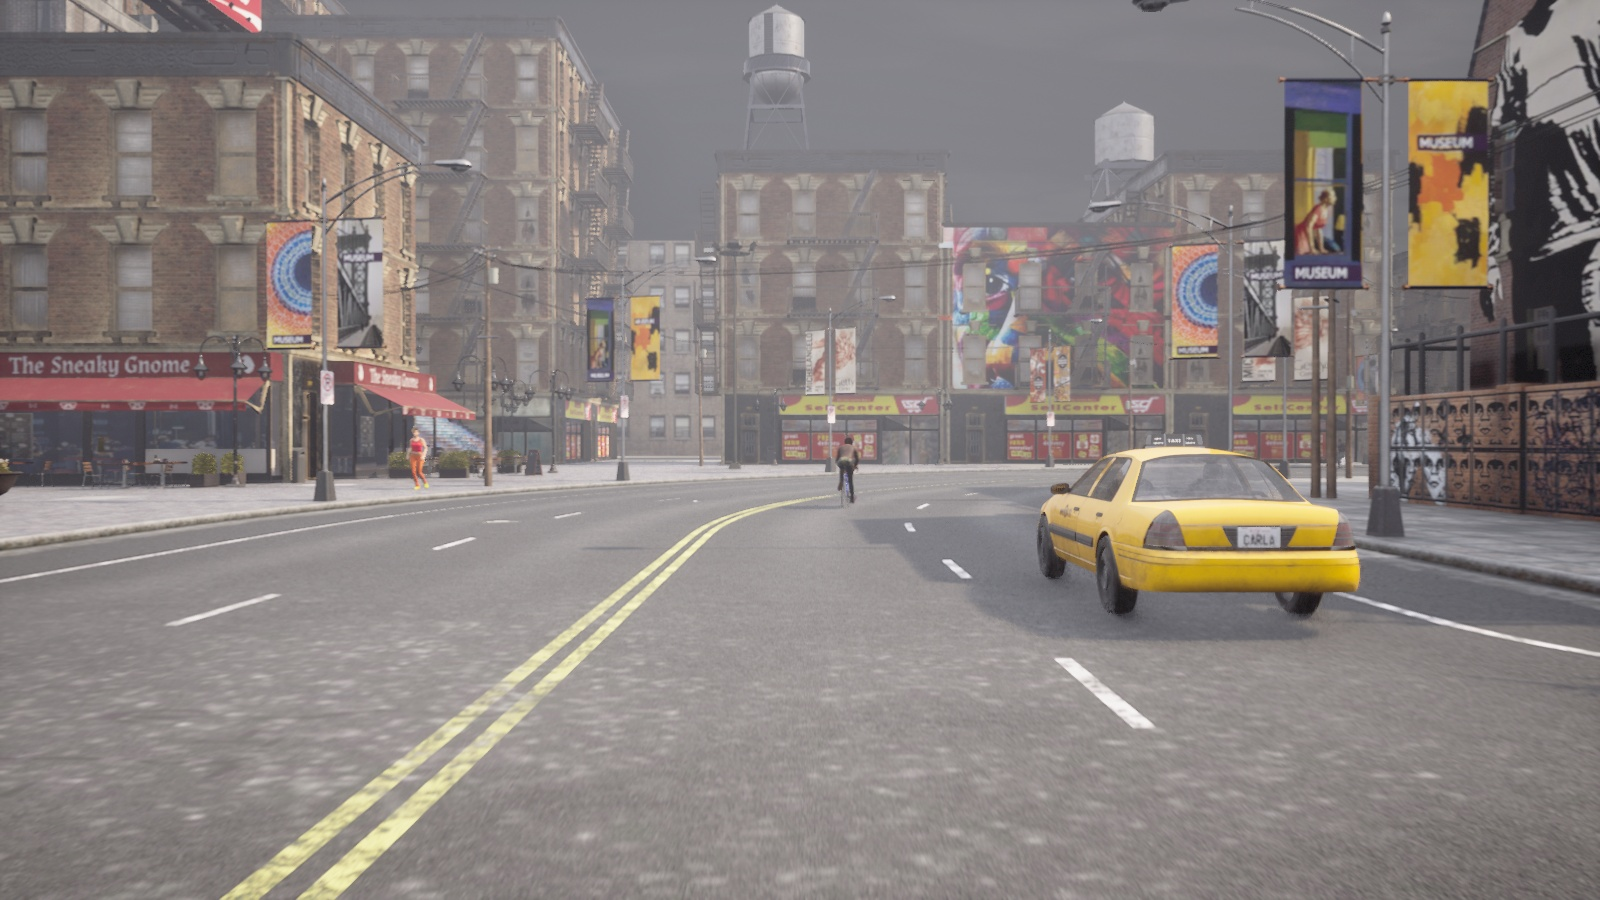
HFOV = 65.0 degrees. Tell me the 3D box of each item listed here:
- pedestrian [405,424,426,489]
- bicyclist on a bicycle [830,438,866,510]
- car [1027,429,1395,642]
[{"bbox_3d":[-10.984,0.192,35.891,0.345,1.836,0.594,0,0,7],"label":"pedestrian"},{"bbox_3d":[1.112,0.537,29.023,0.582,1.620,1.656,0,0,11],"label":"bicyclist on a bicycle"},{"bbox_3d":[3.536,0.621,12.009,1.801,1.575,5.366,0,0,0],"label":"car"}]
